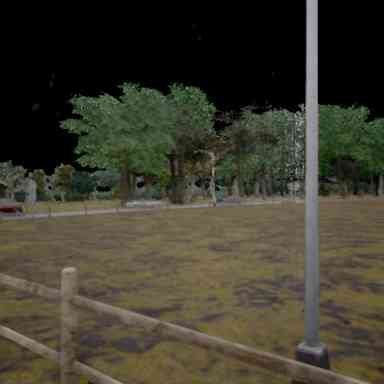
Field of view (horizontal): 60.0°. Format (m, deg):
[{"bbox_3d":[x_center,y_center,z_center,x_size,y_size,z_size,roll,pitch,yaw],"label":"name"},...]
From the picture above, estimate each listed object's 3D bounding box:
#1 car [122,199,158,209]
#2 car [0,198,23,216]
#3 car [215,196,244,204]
[{"bbox_3d":[-6.741,1.514,43.278,1.895,1.301,4.718,-2,-1,42],"label":"car"},{"bbox_3d":[-17.578,1.368,29.347,2.097,1.767,4.553,-2,-1,36],"label":"car"},{"bbox_3d":[6.335,1.354,55.280,5.357,1.411,2.033,-1,-1,-37],"label":"car"}]
